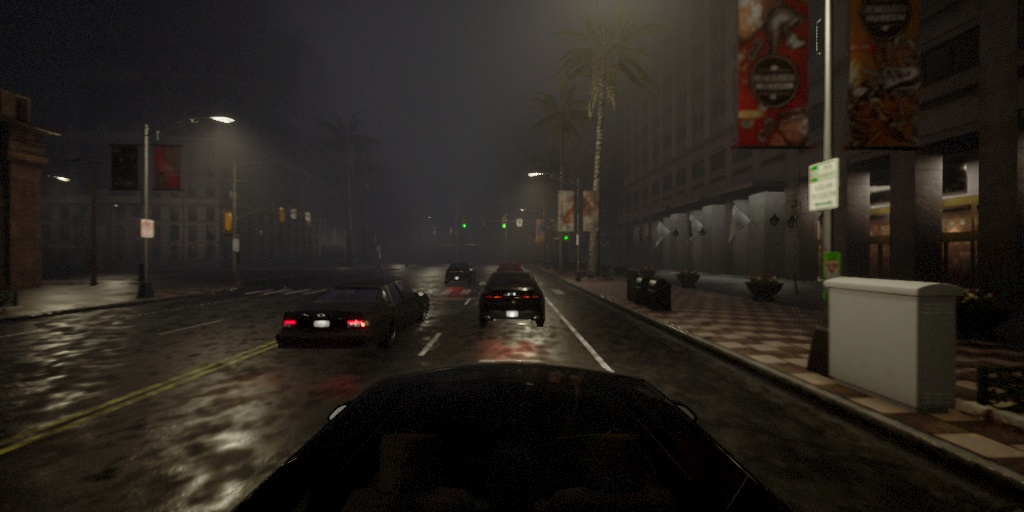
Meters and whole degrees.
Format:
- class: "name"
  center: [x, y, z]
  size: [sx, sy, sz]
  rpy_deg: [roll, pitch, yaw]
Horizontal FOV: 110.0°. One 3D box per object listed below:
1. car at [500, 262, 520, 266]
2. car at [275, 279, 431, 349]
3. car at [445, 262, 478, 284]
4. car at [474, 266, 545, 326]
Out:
- class: "car"
  center: [-0.171, 1.183, 27.048]
  size: [1.882, 1.535, 5.008]
  rpy_deg: [0, 0, -1]
- class: "car"
  center: [-3.488, 1.277, 9.032]
  size: [2.033, 1.411, 5.357]
  rpy_deg: [0, 0, -1]
- class: "car"
  center: [-3.663, 1.205, 26.135]
  size: [1.837, 1.490, 4.892]
  rpy_deg: [0, 0, -1]
- class: "car"
  center: [-0.021, 1.237, 11.557]
  size: [1.837, 1.490, 4.892]
  rpy_deg: [0, 0, -1]
